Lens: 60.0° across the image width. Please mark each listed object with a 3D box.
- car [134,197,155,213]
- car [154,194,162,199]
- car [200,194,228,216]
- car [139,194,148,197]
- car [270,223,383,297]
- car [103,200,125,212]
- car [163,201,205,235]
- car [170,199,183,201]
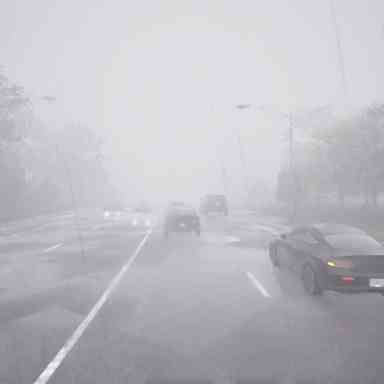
[{"bbox_3d":[-5.490,1.614,37.962,1.895,1.301,4.718,0,0,-4],"label":"car"},{"bbox_3d":[-8.137,1.319,79.304,1.812,1.442,4.674,0,0,-4],"label":"car"},{"bbox_3d":[2.089,1.224,32.336,2.150,2.045,5.566,0,0,-4],"label":"car"},{"bbox_3d":[-11.670,1.121,79.685,1.882,1.535,5.008,0,0,-4],"label":"car"},{"bbox_3d":[3.382,1.522,8.495,1.812,1.442,4.674,0,0,-2],"label":"car"},{"bbox_3d":[-9.061,1.583,38.988,1.994,1.385,4.181,0,0,-4],"label":"car"},{"bbox_3d":[-0.581,1.481,18.791,1.882,1.535,5.008,0,0,-3],"label":"car"},{"bbox_3d":[-1.736,1.486,37.148,1.882,1.535,5.008,0,0,-4],"label":"car"}]
